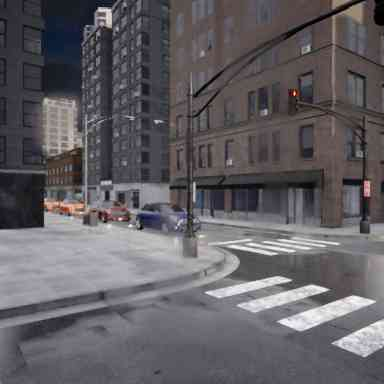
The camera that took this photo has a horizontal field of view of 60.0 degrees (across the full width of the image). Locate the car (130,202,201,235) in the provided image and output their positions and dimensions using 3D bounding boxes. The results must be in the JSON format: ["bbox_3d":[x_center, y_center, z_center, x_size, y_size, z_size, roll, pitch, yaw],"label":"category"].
[{"bbox_3d":[-1.470,1.420,19.482,2.097,1.767,4.553,0,0,-38],"label":"car"}]

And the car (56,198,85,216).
[{"bbox_3d":[-12.260,1.501,34.640,2.097,1.767,4.553,0,0,-35],"label":"car"}]

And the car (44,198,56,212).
[{"bbox_3d":[-17.866,1.543,42.521,2.097,1.767,4.553,0,0,-35],"label":"car"}]

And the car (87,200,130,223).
[{"bbox_3d":[-6.665,1.460,26.768,2.097,1.767,4.553,0,0,-35],"label":"car"}]

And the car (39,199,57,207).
[{"bbox_3d":[-24.768,1.863,57.201,1.895,1.301,4.718,0,0,-35],"label":"car"}]
